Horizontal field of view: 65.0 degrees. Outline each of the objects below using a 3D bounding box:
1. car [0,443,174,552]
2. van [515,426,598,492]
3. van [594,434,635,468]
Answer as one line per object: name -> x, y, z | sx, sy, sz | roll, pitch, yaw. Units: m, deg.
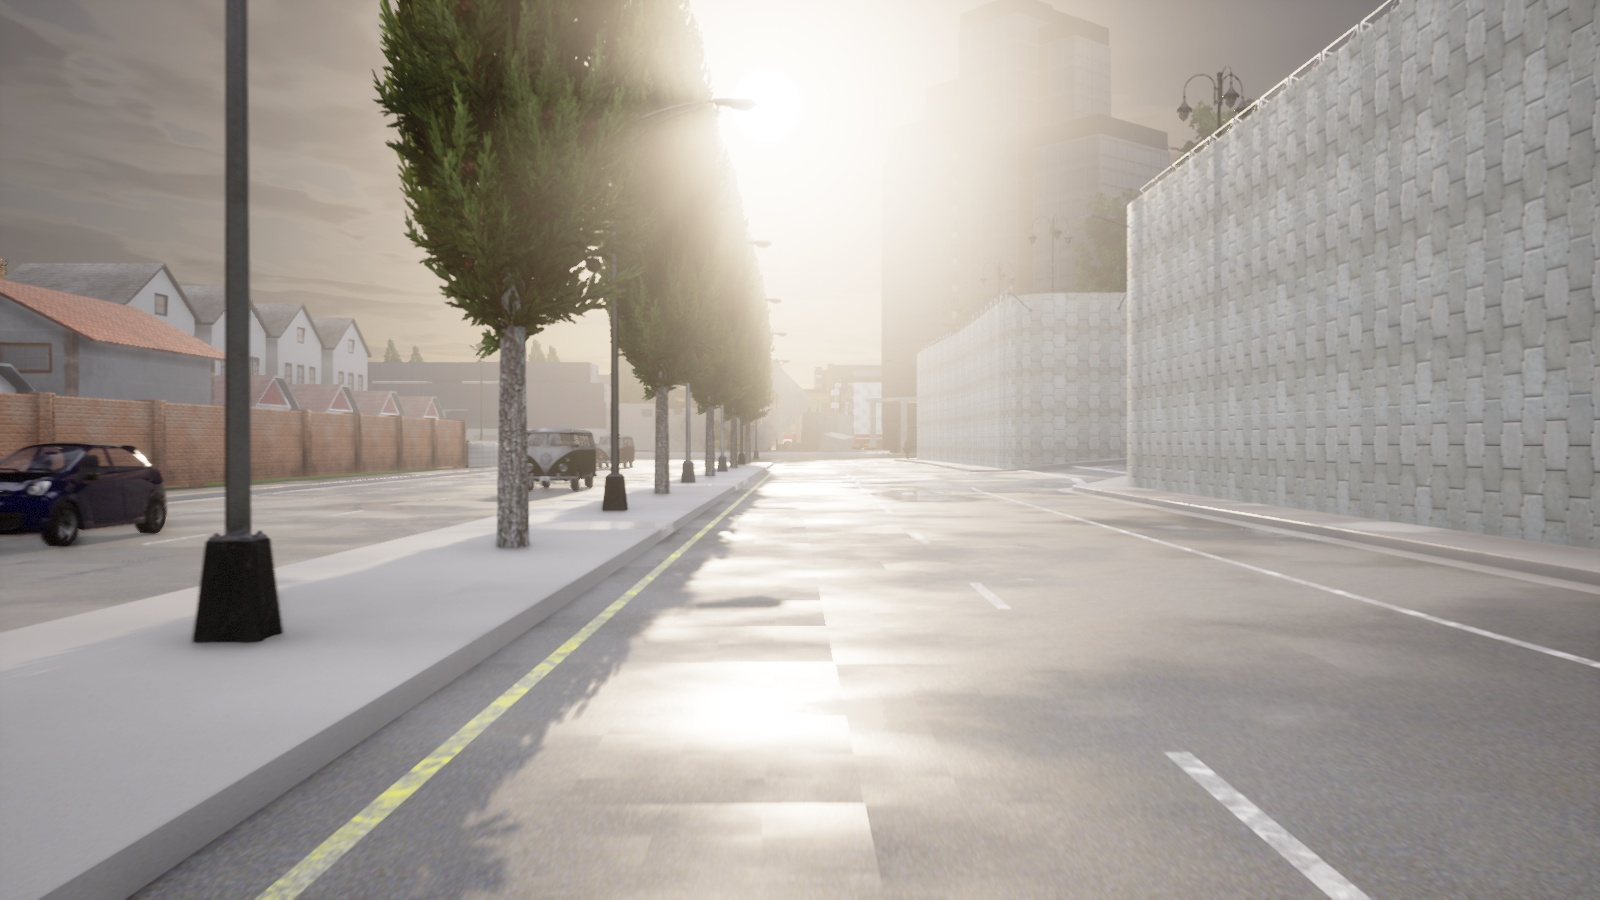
car -> -11.376, 0.643, 19.129 | 1.845, 1.501, 3.633 | 0, 0, 0
van -> -7.755, 0.265, 40.387 | 1.775, 1.987, 4.442 | 0, 0, 0
van -> -11.058, 0.066, 75.248 | 1.775, 1.987, 4.442 | 0, 0, 0
